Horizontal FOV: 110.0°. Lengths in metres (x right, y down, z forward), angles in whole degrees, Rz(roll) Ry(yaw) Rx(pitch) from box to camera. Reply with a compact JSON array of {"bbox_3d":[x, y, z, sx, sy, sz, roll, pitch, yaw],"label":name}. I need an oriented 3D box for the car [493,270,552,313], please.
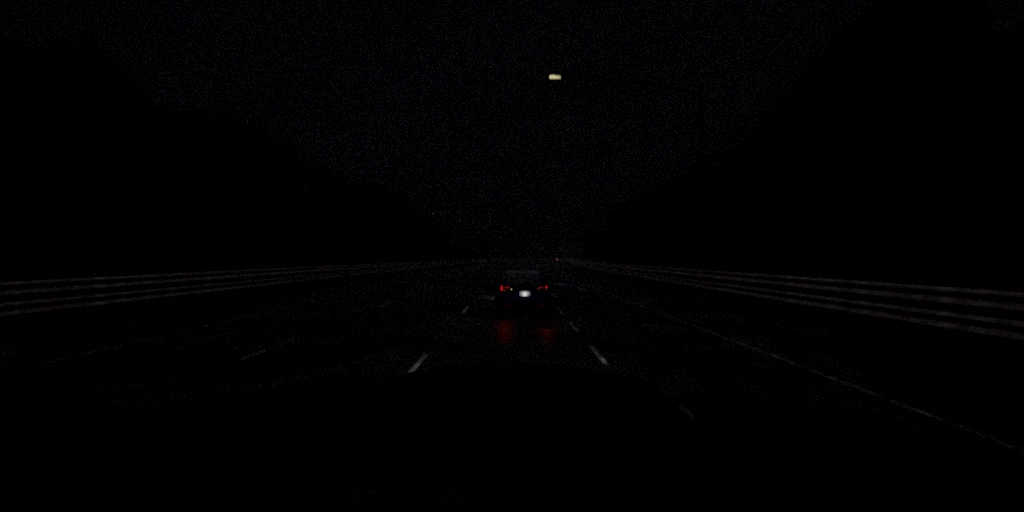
[{"bbox_3d":[0.342,1.277,14.046,2.163,1.488,4.792,0,0,-2],"label":"car"}]
